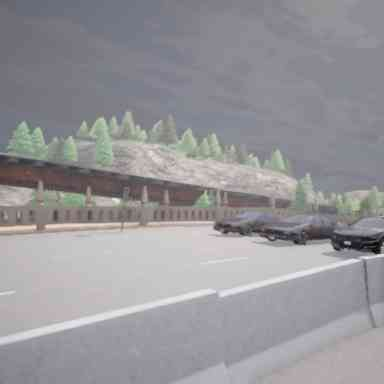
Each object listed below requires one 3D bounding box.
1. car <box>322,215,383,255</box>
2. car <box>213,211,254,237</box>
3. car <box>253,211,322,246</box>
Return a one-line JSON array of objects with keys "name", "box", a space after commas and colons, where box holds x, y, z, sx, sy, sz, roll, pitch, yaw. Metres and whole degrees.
[{"name": "car", "box": [7.846, 1.734, 13.889, 5.008, 1.535, 1.882, 3, -2, -35]}, {"name": "car", "box": [3.810, 1.804, 19.609, 5.357, 1.411, 2.033, 3, -2, -35]}, {"name": "car", "box": [5.827, 1.803, 16.749, 5.357, 1.411, 2.033, 3, -2, -35]}]
